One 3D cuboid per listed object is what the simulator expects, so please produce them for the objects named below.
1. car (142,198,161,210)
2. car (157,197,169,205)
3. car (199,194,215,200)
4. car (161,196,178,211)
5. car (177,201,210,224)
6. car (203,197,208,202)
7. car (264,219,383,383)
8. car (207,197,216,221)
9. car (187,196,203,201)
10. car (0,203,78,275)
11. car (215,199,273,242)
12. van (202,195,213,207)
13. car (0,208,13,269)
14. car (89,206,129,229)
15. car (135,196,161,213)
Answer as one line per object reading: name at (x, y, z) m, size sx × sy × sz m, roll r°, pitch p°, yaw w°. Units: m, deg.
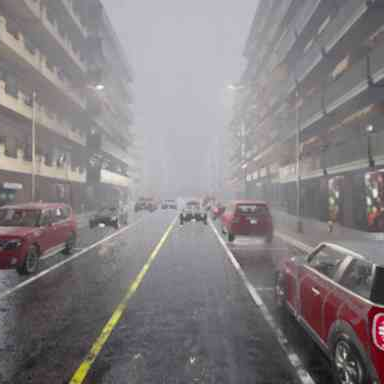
car at (-5.297, 1.591, 43.858) m, size 1.887 × 1.381 × 4.507 m, roll 1°, pitch 0°, yaw 0°
car at (-5.299, 1.677, 60.452) m, size 1.802 × 1.307 × 4.206 m, roll 1°, pitch 0°, yaw 0°
car at (2.554, 1.376, 49.335) m, size 2.192 × 1.841 × 5.009 m, roll 1°, pitch 0°, yaw 0°
car at (-2.749, 1.519, 41.473) m, size 1.882 × 1.535 × 5.008 m, roll 0°, pitch 0°, yaw 0°
car at (0.101, 1.612, 24.506) m, size 1.895 × 1.301 × 4.718 m, roll 0°, pitch 0°, yaw 0°
car at (2.549, 1.616, 38.272) m, size 1.802 × 1.307 × 4.206 m, roll 1°, pitch 0°, yaw 0°
car at (2.594, 1.441, 5.084) m, size 1.967 × 1.590 × 4.097 m, roll 1°, pitch 0°, yaw 0°
car at (2.552, 1.456, 27.210) m, size 1.967 × 1.590 × 4.097 m, roll 1°, pitch 0°, yaw 0°
car at (0.098, 1.566, 41.444) m, size 1.812 × 1.442 × 4.674 m, roll 0°, pitch 0°, yaw 0°
car at (-5.291, 1.317, 10.675) m, size 2.192 × 1.841 × 5.009 m, roll 1°, pitch 0°, yaw 0°
car at (2.555, 1.319, 16.146) m, size 2.192 × 1.841 × 5.009 m, roll 1°, pitch 0°, yaw 0°
van at (2.553, 1.418, 54.867) m, size 1.690 × 1.788 × 3.998 m, roll 1°, pitch 0°, yaw 0°
car at (-5.291, 1.316, 5.145) m, size 2.192 × 1.841 × 5.009 m, roll 1°, pitch 0°, yaw 0°
car at (-5.297, 1.575, 21.737) m, size 1.947 × 1.339 × 4.313 m, roll 1°, pitch 0°, yaw 0°
car at (-5.292, 1.349, 38.327) m, size 2.192 × 1.841 × 5.009 m, roll 1°, pitch 0°, yaw 0°
